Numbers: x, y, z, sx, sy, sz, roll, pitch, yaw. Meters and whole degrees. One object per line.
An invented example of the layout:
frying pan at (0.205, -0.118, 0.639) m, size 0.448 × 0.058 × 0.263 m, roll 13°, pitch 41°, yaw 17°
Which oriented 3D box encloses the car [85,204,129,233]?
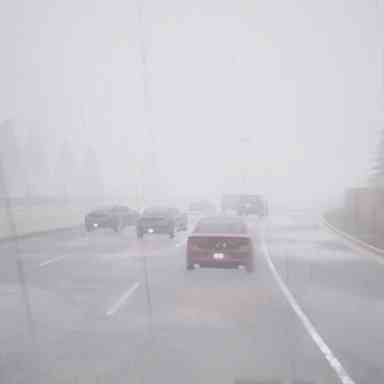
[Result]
car at (-4.522, 1.480, 19.736) m, size 1.837 × 1.490 × 4.892 m, roll 0°, pitch 0°, yaw 12°

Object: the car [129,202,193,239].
car at (-1.425, 1.494, 17.512) m, size 1.837 × 1.490 × 4.892 m, roll 0°, pitch 0°, yaw 11°

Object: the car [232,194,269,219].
car at (5.373, 1.229, 29.060) m, size 2.150 × 2.045 × 5.566 m, roll 0°, pitch 0°, yaw 19°

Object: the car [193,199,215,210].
car at (1.105, 1.514, 37.107) m, size 1.812 × 1.442 × 4.674 m, roll 0°, pitch 0°, yaw 23°

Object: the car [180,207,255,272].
car at (0.983, 1.477, 10.934) m, size 1.882 × 1.535 × 5.008 m, roll 0°, pitch 0°, yaw 7°

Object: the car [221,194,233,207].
car at (5.001, 1.224, 37.383) m, size 2.150 × 2.045 × 5.566 m, roll 0°, pitch 0°, yaw 24°
